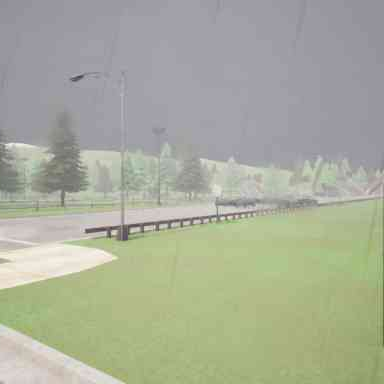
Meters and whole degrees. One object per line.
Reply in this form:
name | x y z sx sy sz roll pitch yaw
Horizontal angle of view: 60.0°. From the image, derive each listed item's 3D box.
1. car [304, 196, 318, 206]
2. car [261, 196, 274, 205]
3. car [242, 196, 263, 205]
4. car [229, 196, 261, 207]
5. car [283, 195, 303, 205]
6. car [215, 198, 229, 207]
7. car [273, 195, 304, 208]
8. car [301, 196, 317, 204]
car | 19.181 1.505 54.223 1.837 1.490 4.892 0 0 35
car | 13.919 1.492 58.913 2.128 1.511 4.902 0 0 35
car | 11.051 1.478 60.919 1.882 1.535 5.008 0 0 35
car | 8.087 1.491 50.483 2.128 1.511 4.902 0 0 35
car | 17.602 1.352 57.900 2.097 1.767 4.553 0 0 35
car | 5.390 1.564 52.719 1.994 1.385 4.181 0 0 35
car | 13.319 1.505 45.761 1.837 1.490 4.892 0 0 35
car | 23.097 1.526 65.753 1.812 1.442 4.674 0 0 35
